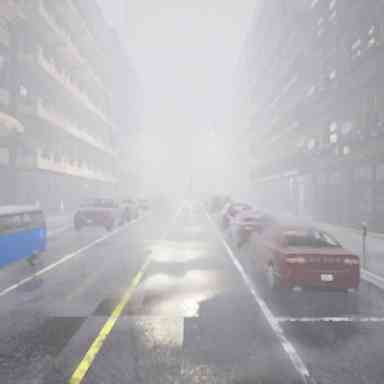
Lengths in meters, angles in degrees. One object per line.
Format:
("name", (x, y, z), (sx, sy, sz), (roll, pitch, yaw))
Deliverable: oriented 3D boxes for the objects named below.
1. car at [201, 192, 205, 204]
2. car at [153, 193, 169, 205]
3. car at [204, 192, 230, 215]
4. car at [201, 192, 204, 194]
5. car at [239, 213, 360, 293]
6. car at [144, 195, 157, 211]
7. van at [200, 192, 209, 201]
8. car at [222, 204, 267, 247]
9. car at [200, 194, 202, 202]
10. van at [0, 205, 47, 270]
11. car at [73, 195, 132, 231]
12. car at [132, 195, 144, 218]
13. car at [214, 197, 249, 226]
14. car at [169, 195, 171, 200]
("car", (2.545, 1.198, 41.775), (1.967, 1.590, 4.097), (1, 0, 0))
("car", (-5.300, 1.025, 52.891), (2.192, 1.841, 5.009), (1, 0, 0))
("car", (2.550, 1.128, 30.711), (2.192, 1.841, 5.009), (1, 0, 0))
("car", (2.544, 0.985, 63.900), (2.192, 1.841, 5.009), (1, 0, 0))
("car", (2.583, 1.487, 8.589), (1.887, 1.381, 4.507), (1, 0, 0))
("car", (-5.303, 1.350, 36.303), (1.947, 1.339, 4.313), (1, 0, 0))
("van", (2.542, 0.995, 69.432), (1.690, 1.788, 3.998), (1, 0, 0))
("car", (2.582, 1.453, 14.119), (1.887, 1.381, 4.507), (1, 0, 0))
("car", (2.541, 1.292, 52.838), (1.802, 1.307, 4.206), (1, 0, 0))
("van", (-5.293, 1.284, 8.649), (1.690, 1.788, 3.998), (1, 0, 0))
("car", (-5.294, 1.191, 19.709), (2.192, 1.841, 5.009), (1, 0, 0))
("car", (-5.294, 1.159, 25.239), (2.192, 1.841, 5.009), (1, 0, 0))
("car", (2.591, 1.316, 19.650), (1.967, 1.590, 4.097), (1, 0, 0))
("car", (-5.307, 1.234, 58.423), (1.887, 1.381, 4.507), (1, 0, 0))
